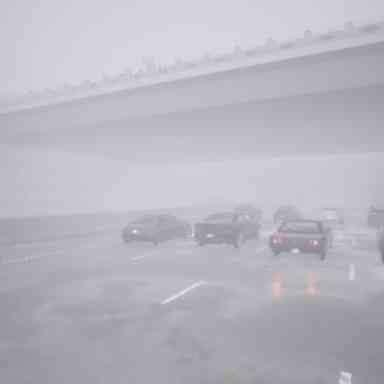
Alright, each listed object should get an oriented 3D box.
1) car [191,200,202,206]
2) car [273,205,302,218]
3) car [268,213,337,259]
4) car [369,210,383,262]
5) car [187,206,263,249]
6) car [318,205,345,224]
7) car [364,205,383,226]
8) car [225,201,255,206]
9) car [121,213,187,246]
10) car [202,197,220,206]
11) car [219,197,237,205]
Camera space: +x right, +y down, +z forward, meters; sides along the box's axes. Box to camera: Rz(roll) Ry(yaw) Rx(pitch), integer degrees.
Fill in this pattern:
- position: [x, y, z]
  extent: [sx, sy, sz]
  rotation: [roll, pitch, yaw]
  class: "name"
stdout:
- position: [1.618, 2.312, 70.629]
  extent: [2.033, 1.411, 5.357]
  rotation: [0, -1, 26]
  class: "car"
- position: [8.336, 1.835, 28.948]
  extent: [1.812, 1.442, 4.674]
  rotation: [0, 0, 27]
  class: "car"
- position: [4.527, 1.744, 13.365]
  extent: [1.895, 1.301, 4.718]
  rotation: [0, -1, 27]
  class: "car"
- position: [7.782, 1.618, 12.045]
  extent: [2.128, 1.511, 4.902]
  rotation: [0, -1, 27]
  class: "car"
- position: [1.847, 1.650, 15.820]
  extent: [1.882, 1.535, 5.008]
  rotation: [0, 0, 27]
  class: "car"
- position: [11.473, 1.815, 27.395]
  extent: [1.812, 1.442, 4.674]
  rotation: [0, 0, 27]
  class: "car"
- position: [14.429, 1.758, 25.488]
  extent: [2.128, 1.511, 4.902]
  rotation: [0, -1, 27]
  class: "car"
- position: [5.016, 1.819, 30.141]
  extent: [2.128, 1.511, 4.902]
  rotation: [0, -1, 27]
  class: "car"
- position: [-1.643, 1.750, 16.672]
  extent: [1.994, 1.385, 4.181]
  rotation: [0, -1, 27]
  class: "car"
- position: [4.740, 1.977, 69.051]
  extent: [2.150, 2.045, 5.566]
  rotation: [0, -1, 26]
  class: "car"
- position: [7.945, 2.247, 67.638]
  extent: [2.128, 1.511, 4.902]
  rotation: [0, -1, 26]
  class: "car"
